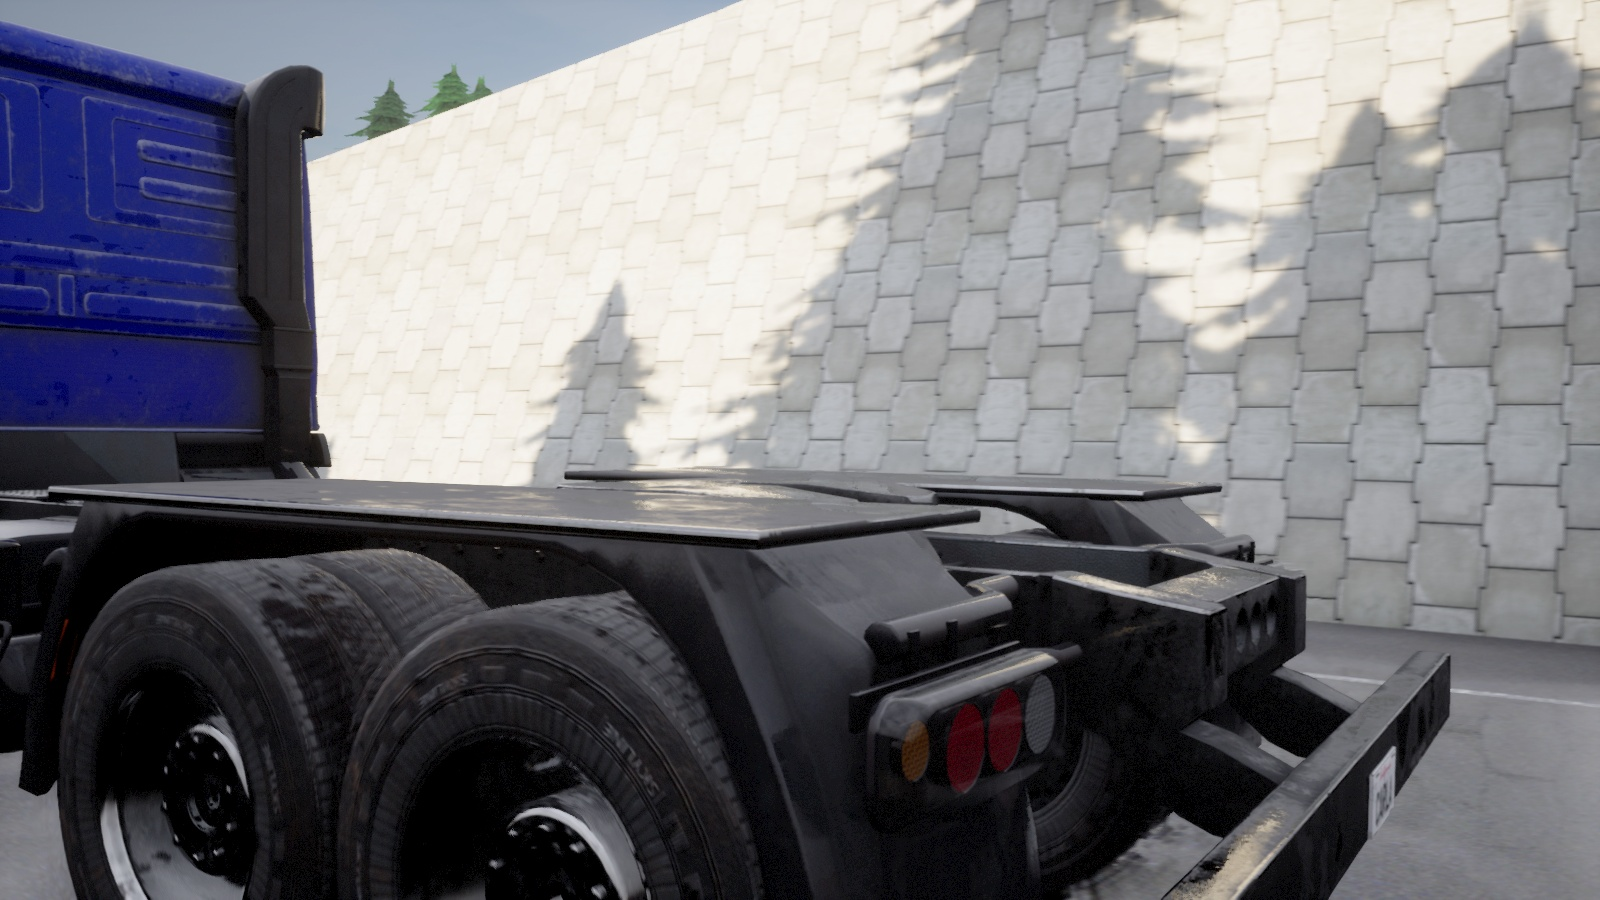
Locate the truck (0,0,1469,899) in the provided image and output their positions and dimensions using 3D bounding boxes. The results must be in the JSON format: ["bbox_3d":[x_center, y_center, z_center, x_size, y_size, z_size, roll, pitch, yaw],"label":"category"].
[{"bbox_3d":[-2.006,-0.300,4.937,7.936,3.462,2.891,0,1,34],"label":"truck"}]
